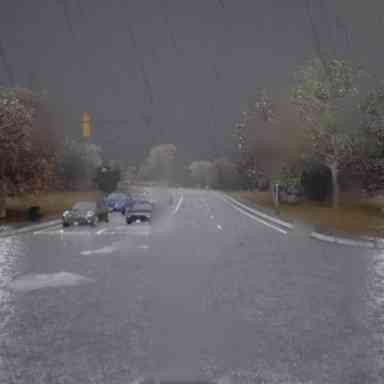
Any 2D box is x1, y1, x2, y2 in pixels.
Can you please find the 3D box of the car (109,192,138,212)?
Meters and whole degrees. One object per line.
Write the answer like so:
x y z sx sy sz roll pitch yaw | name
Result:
-7.089 1.058 32.144 2.150 2.045 5.566 0 1 1 | car

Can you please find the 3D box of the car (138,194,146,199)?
-7.047 0.969 45.278 1.895 1.301 4.718 0 3 0 | car

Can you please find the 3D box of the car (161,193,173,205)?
-3.554 0.908 44.521 1.837 1.490 4.892 0 3 1 | car

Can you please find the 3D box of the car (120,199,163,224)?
-3.594 1.522 24.820 2.033 1.411 5.357 0 1 0 | car

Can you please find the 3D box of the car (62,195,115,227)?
-7.135 1.348 22.823 2.097 1.767 4.553 0 1 1 | car

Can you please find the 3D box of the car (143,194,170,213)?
-3.581 1.305 34.351 1.812 1.442 4.674 0 2 0 | car
